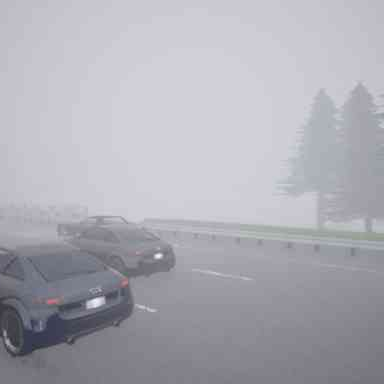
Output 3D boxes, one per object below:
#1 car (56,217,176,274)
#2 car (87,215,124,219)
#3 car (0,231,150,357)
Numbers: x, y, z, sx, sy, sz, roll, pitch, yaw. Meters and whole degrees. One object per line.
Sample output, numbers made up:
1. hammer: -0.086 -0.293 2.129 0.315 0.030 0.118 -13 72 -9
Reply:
1. car: -2.511 1.684 10.167 4.181 1.385 1.994 0 -1 37
2. car: -4.502 1.777 16.026 4.718 1.301 1.895 0 -1 37
3. car: -3.045 1.619 6.196 4.181 1.385 1.994 0 -1 37
